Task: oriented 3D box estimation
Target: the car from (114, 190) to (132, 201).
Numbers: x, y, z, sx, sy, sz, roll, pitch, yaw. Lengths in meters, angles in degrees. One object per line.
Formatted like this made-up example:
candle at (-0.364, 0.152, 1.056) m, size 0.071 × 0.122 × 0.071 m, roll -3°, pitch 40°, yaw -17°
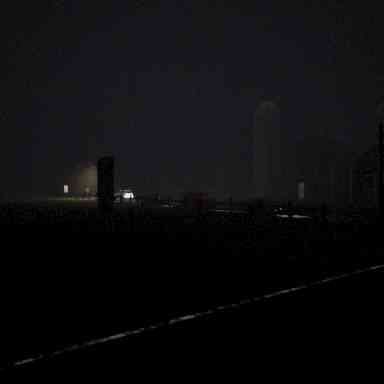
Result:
car at (-13.615, 0.621, 66.055) m, size 2.150 × 2.045 × 5.566 m, roll -1°, pitch 1°, yaw -36°

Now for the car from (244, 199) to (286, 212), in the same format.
car at (7.077, 1.365, 32.465) m, size 1.994 × 1.385 × 4.181 m, roll -1°, pitch 1°, yaw -36°

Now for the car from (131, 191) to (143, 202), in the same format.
car at (-8.284, 0.981, 58.698) m, size 2.128 × 1.511 × 4.902 m, roll -1°, pitch 1°, yaw -36°

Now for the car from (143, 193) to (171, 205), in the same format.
car at (-4.913, 0.959, 49.162) m, size 2.097 × 1.767 × 4.553 m, roll -1°, pitch 1°, yaw -35°

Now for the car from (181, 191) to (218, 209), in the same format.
car at (0.879, 0.924, 41.066) m, size 2.150 × 2.045 × 5.566 m, roll -1°, pitch 1°, yaw -36°
